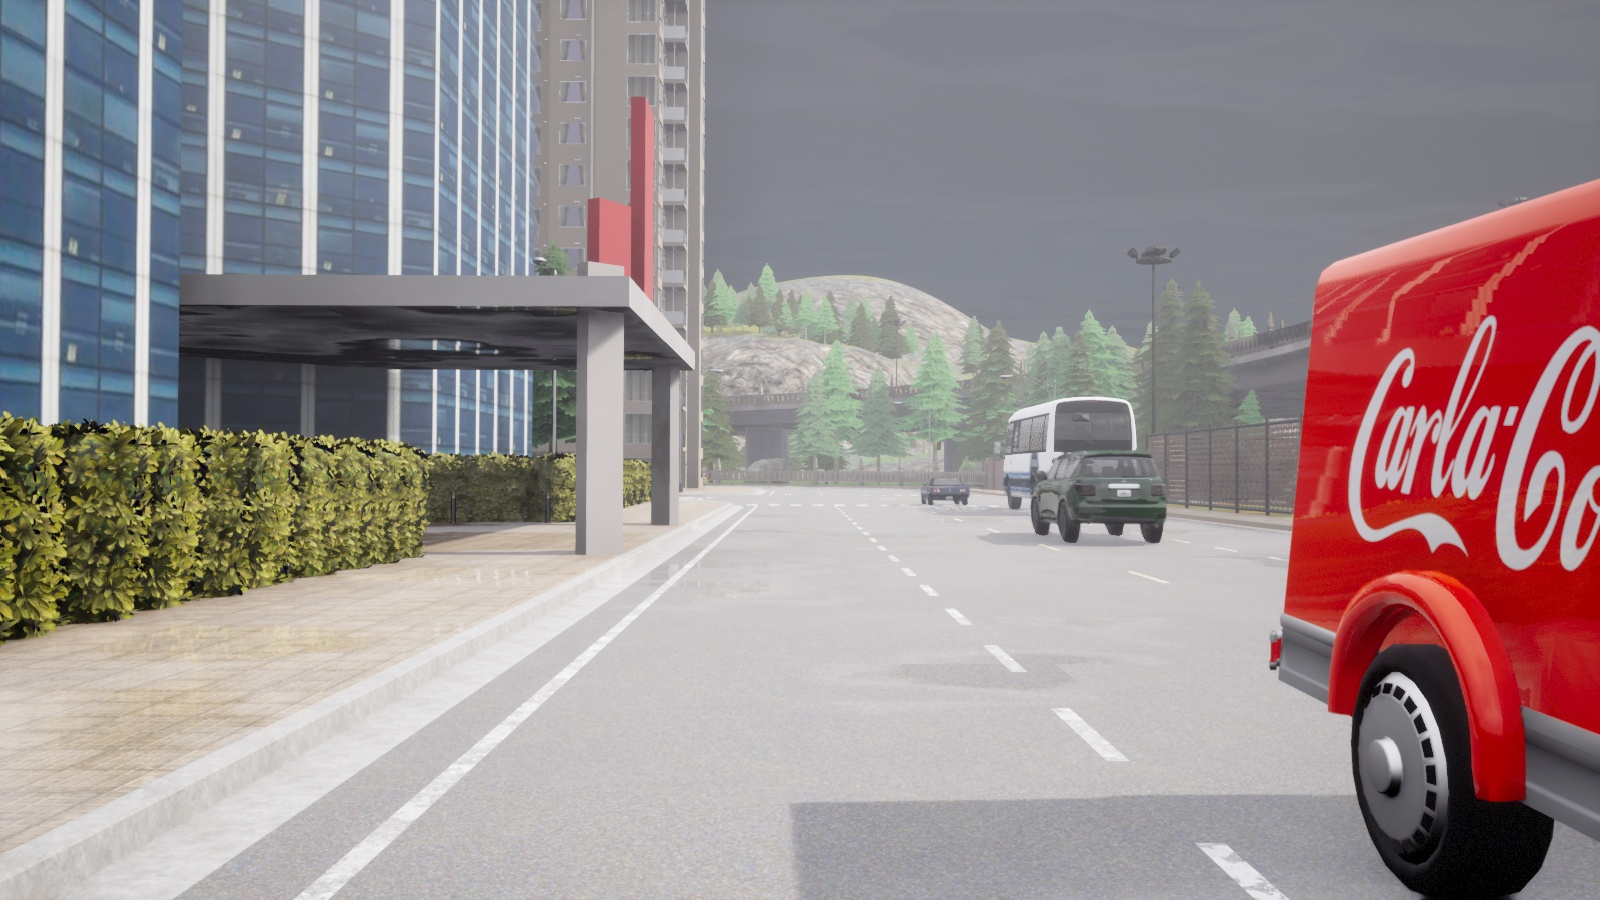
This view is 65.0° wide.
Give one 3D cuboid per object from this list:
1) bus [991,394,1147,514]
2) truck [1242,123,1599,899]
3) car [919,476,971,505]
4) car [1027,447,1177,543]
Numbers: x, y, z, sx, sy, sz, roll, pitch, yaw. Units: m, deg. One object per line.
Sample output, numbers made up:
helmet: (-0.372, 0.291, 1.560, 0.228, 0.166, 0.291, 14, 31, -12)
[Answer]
bus: (10.362, 0.232, 49.859, 3.944, 4.253, 10.273, 0, -1, 0)
truck: (3.488, 0.338, 3.540, 2.627, 2.467, 5.204, 0, 2, 0)
car: (6.842, 1.904, 59.695, 1.895, 1.301, 4.718, 0, -2, 0)
car: (6.913, 0.999, 29.458, 2.150, 2.045, 5.566, 0, -1, 0)
